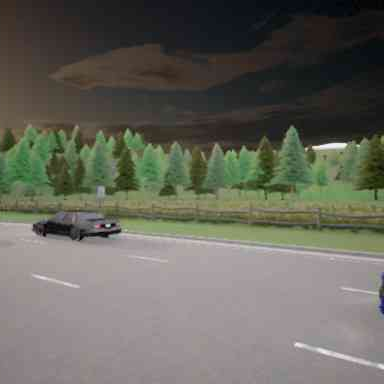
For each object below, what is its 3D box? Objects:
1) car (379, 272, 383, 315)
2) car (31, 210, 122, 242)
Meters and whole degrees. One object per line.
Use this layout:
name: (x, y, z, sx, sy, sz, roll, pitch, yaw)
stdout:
car: (5.375, 1.470, 4.458, 5.008, 1.535, 1.882, 0, 0, 36)
car: (-5.913, 1.608, 16.805, 5.357, 1.411, 2.033, 0, 0, 35)
